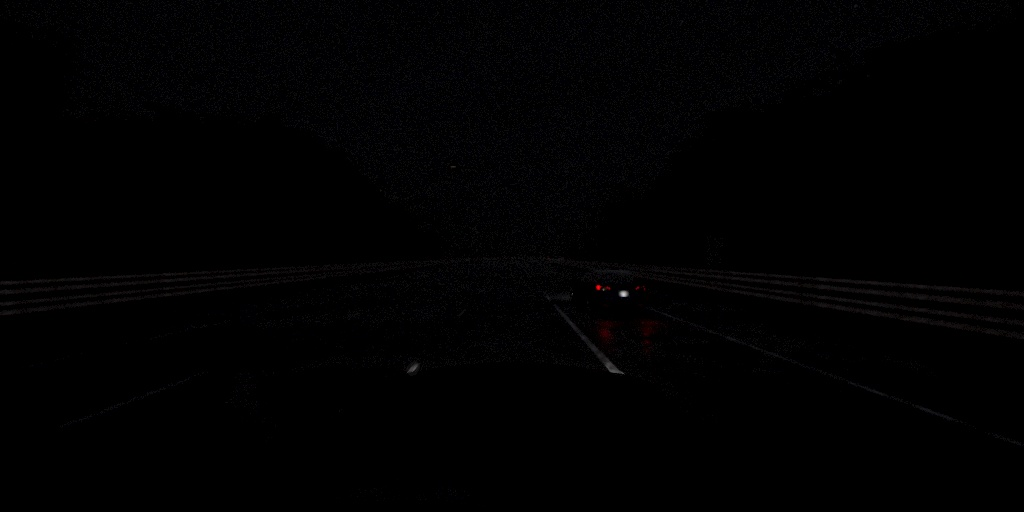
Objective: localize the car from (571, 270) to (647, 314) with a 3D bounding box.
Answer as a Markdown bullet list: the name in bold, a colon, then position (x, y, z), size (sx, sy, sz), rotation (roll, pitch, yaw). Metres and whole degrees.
- **car**: position (3.584, 1.256, 13.905), size (2.163, 1.488, 4.792), rotation (0, 0, -1)
